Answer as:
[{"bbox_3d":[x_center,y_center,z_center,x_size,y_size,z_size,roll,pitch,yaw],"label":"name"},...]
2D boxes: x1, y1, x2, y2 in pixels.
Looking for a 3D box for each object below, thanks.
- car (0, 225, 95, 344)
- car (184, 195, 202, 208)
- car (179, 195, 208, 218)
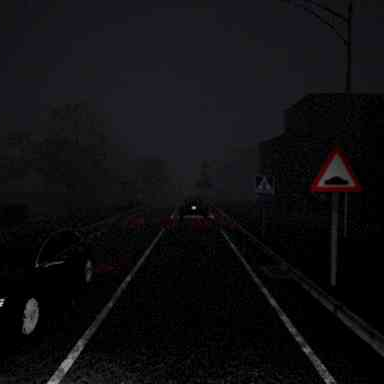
[{"bbox_3d":[-3.343,1.478,6.507,1.837,1.490,4.892,0,0,0],"label":"car"},{"bbox_3d":[0.175,1.106,40.281,2.033,1.411,5.357,0,1,1],"label":"car"},{"bbox_3d":[0.121,1.226,24.026,1.994,1.385,4.181,0,-6,0],"label":"car"}]
